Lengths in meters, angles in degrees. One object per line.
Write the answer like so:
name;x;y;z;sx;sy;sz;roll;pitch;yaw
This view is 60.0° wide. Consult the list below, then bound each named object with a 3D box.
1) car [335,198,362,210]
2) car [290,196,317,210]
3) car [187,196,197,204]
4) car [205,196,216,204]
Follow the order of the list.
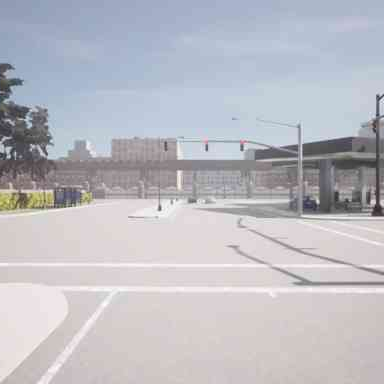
car;18.994;1.455;40.524;1.970;1.475;3.806;0;0;0
car;13.248;1.294;39.767;2.242;1.667;4.611;0;0;0
car;0.061;1.547;64.454;2.033;1.411;5.357;0;0;0
car;3.561;1.525;64.451;1.812;1.442;4.674;0;0;0
